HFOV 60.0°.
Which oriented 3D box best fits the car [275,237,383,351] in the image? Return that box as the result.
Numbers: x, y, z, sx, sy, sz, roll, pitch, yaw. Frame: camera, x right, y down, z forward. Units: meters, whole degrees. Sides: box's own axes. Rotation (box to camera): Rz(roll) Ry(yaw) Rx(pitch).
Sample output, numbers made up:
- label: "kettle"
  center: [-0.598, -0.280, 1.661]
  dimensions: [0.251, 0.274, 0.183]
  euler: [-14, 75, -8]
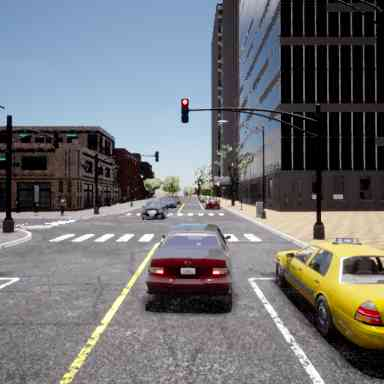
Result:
- label: "car"
  center: [2.837, 1.527, 6.377]
  dimensions: [1.752, 1.417, 4.829]
  euler: [1, 0, 0]

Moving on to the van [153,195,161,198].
- label: "van"
  center: [-5.687, 1.362, 55.237]
  dimensions: [1.690, 1.788, 3.998]
  euler: [1, 0, 0]

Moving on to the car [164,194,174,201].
- label: "car"
  center: [-5.692, 1.348, 82.909]
  dimensions: [2.192, 1.841, 5.009]
  euler: [1, 0, 0]

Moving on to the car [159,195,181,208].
- label: "car"
  center: [-3.109, 1.565, 47.600]
  dimensions: [2.033, 1.411, 5.357]
  euler: [0, 0, 0]

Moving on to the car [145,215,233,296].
- label: "car"
  center: [0.074, 1.550, 8.828]
  dimensions: [2.033, 1.411, 5.357]
  euler: [0, 0, 3]

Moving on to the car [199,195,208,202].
- label: "car"
  center: [2.686, 1.556, 77.534]
  dimensions: [1.752, 1.417, 4.829]
  euler: [1, 0, 0]

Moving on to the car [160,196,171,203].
- label: "car"
  center: [-5.694, 1.594, 71.840]
  dimensions: [1.947, 1.339, 4.313]
  euler: [1, 0, 0]

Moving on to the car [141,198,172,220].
- label: "car"
  center: [-3.106, 1.501, 28.203]
  dimensions: [2.128, 1.511, 4.902]
  euler: [0, 0, 0]

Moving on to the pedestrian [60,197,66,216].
- label: "pedestrian"
  center: [-12.551, 1.369, 32.147]
  dimensions: [0.375, 1.860, 0.375]
  euler: [0, 0, 1]

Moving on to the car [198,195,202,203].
- label: "car"
  center: [2.687, 1.553, 72.000]
  dimensions: [1.752, 1.417, 4.829]
  euler: [1, 0, 0]

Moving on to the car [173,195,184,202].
- label: "car"
  center: [-3.016, 1.537, 75.510]
  dimensions: [2.128, 1.511, 4.902]
  euler: [0, 0, 0]

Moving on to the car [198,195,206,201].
- label: "car"
  center: [2.683, 1.580, 88.434]
  dimensions: [1.887, 1.381, 4.507]
  euler: [1, 0, 0]

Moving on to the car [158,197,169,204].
- label: "car"
  center: [-5.693, 1.607, 66.306]
  dimensions: [1.802, 1.307, 4.206]
  euler: [1, 0, 0]

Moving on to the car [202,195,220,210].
- label: "car"
  center: [2.694, 1.456, 44.155]
  dimensions: [1.967, 1.590, 4.097]
  euler: [1, 0, 0]
